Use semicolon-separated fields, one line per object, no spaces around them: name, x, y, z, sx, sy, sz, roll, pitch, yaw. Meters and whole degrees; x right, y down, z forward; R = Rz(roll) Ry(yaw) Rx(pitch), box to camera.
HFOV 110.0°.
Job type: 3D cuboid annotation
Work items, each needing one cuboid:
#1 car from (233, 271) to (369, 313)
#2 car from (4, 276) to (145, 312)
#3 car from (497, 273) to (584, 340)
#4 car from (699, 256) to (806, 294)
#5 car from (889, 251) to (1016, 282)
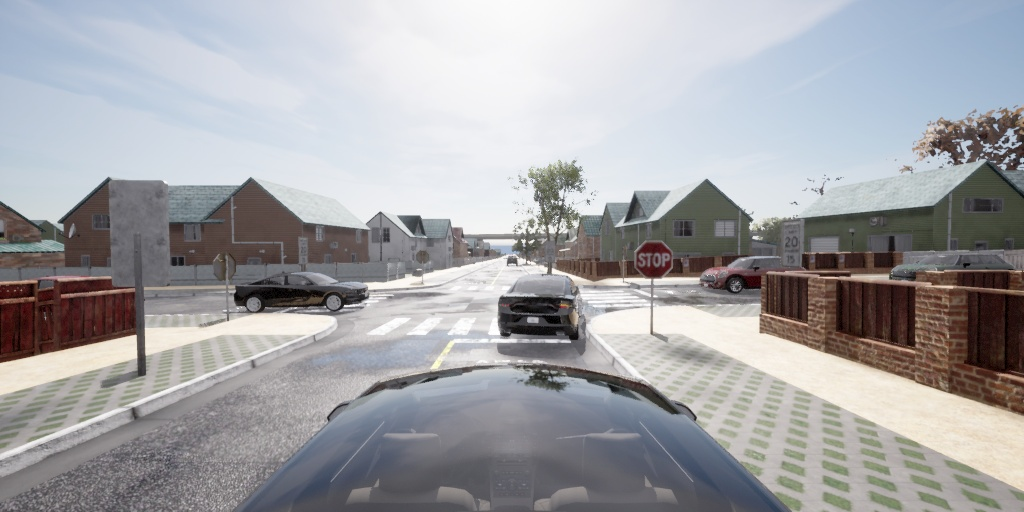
car;-8.461;1.377;14.646;5.008;1.535;1.882;-1;2;0
car;-18.014;1.547;14.590;5.008;1.535;1.882;-1;2;0
car;0.962;1.225;10.114;1.882;1.535;5.008;0;0;12
car;11.816;0.821;17.717;4.553;1.767;2.097;-1;2;0
car;21.711;0.646;17.783;4.553;1.767;2.097;-1;2;0
